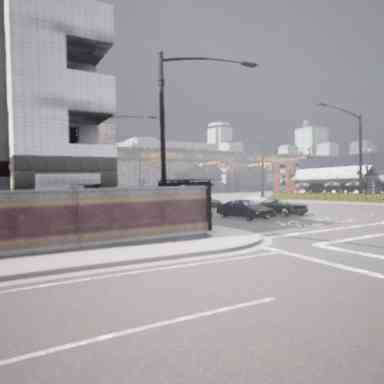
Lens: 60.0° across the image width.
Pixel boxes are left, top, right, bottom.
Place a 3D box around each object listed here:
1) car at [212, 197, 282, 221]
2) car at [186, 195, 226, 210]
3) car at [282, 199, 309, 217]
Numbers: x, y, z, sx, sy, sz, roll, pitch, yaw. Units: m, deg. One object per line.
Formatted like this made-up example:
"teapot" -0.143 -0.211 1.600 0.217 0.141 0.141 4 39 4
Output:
"car" 3.907 1.269 24.979 2.033 1.411 5.357 -2 1 -28
"car" 1.440 1.094 37.117 2.033 1.411 5.357 -2 1 -28
"car" 6.978 1.220 26.663 1.895 1.301 4.718 -2 1 -28
